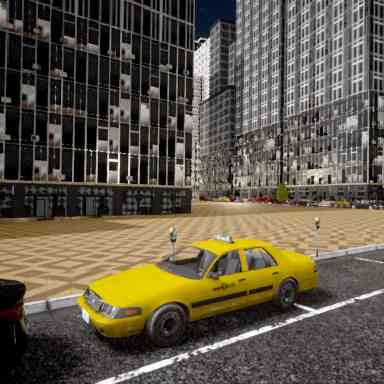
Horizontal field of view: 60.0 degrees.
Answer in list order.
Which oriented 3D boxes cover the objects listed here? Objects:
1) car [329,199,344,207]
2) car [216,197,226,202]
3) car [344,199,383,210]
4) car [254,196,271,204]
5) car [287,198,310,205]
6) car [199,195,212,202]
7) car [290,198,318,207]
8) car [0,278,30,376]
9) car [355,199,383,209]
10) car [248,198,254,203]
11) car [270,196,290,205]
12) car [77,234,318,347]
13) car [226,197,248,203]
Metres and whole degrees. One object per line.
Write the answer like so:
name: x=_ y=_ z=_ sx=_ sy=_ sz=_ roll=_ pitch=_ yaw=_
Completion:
car: x=25.597 y=1.842 z=56.679 sx=1.752 sy=1.417 sz=4.829 roll=1 pitch=-1 yaw=-22
car: x=7.895 y=1.848 z=79.279 sx=1.752 sy=1.417 sz=4.829 roll=1 pitch=-1 yaw=-22
car: x=22.584 y=1.655 z=43.179 sx=2.008 sy=1.369 sz=4.403 roll=1 pitch=-1 yaw=-22
car: x=17.230 y=1.756 z=77.252 sx=2.192 sy=1.841 sz=5.009 roll=1 pitch=-1 yaw=-22
car: x=21.444 y=1.929 z=66.885 sx=2.008 sy=1.369 sz=4.403 roll=1 pitch=-1 yaw=-22
car: x=3.618 y=1.701 z=89.797 sx=2.192 sy=1.841 sz=5.009 roll=1 pitch=-1 yaw=-22
car: x=18.369 y=1.717 z=53.538 sx=2.008 sy=1.369 sz=4.403 roll=1 pitch=-1 yaw=-22
car: x=-3.964 y=1.565 z=3.258 sx=4.313 sy=1.339 sz=1.947 roll=0 pitch=1 yaw=-36
car: x=27.770 y=1.835 z=51.340 sx=2.008 sy=1.369 sz=4.403 roll=1 pitch=-1 yaw=-22
car: x=15.117 y=2.054 z=82.431 sx=1.802 sy=1.307 sz=4.206 roll=1 pitch=-1 yaw=-22
car: x=16.263 y=1.638 z=58.719 sx=1.967 sy=1.590 sz=4.097 roll=1 pitch=-1 yaw=-22
car: x=0.401 y=1.528 z=6.315 sx=4.829 sy=1.417 sz=1.752 roll=0 pitch=1 yaw=-35
car: x=9.939 y=1.732 z=74.258 sx=1.967 sy=1.590 sz=4.097 roll=1 pitch=-1 yaw=-22
